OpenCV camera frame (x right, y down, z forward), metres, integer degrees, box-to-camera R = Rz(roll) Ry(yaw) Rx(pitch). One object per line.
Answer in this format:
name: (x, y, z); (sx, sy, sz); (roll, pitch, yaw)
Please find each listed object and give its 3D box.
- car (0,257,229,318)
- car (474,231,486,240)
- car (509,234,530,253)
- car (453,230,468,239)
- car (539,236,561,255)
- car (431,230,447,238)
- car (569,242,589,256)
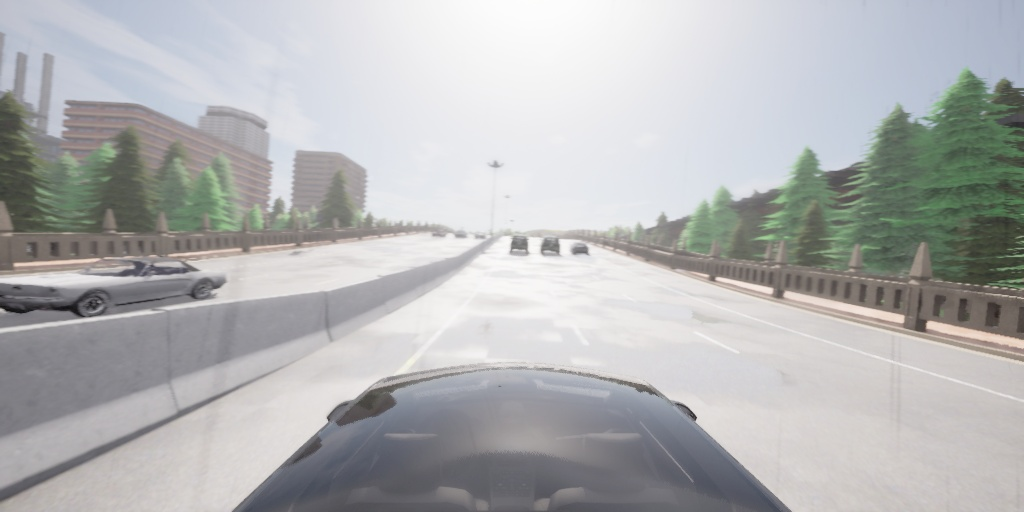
car: (-10.541, 0.713, 9.860); (1.895, 1.301, 4.718); (3, 1, 1)
car: (-5.677, -3.754, 64.191); (2.128, 1.511, 4.902); (3, 5, 2)
car: (0.877, -1.505, 41.450); (2.150, 2.045, 5.566); (3, 6, 1)
car: (-9.169, -3.959, 64.244); (1.882, 1.535, 5.008); (3, 6, 2)
car: (4.372, -1.325, 41.469); (2.150, 2.045, 5.566); (3, 6, 1)
car: (-12.704, -3.841, 62.383); (1.895, 1.301, 4.718); (3, 5, 2)
car: (7.871, -0.924, 42.153); (1.837, 1.490, 4.892); (3, 6, 1)
